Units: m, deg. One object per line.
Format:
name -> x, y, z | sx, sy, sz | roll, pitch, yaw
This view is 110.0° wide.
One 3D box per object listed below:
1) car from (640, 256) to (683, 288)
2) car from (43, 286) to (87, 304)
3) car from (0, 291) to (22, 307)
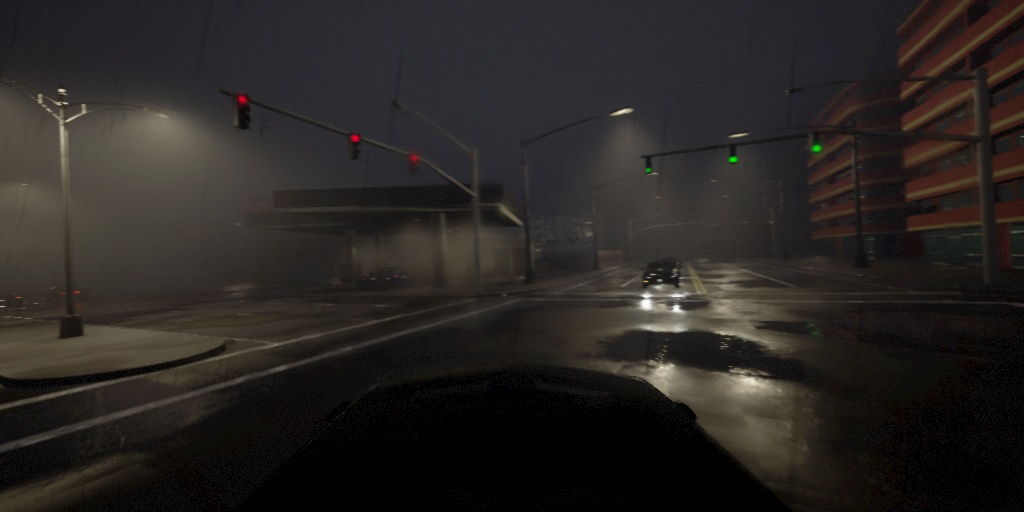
car -> 8.645, 0.978, 20.708 | 1.837, 1.490, 4.892 | -3, 0, 25
car -> -40.299, 3.462, 32.312 | 4.892, 1.490, 1.837 | -3, 0, 27
car -> -41.857, 3.572, 29.140 | 4.181, 1.385, 1.994 | -3, 0, 27
